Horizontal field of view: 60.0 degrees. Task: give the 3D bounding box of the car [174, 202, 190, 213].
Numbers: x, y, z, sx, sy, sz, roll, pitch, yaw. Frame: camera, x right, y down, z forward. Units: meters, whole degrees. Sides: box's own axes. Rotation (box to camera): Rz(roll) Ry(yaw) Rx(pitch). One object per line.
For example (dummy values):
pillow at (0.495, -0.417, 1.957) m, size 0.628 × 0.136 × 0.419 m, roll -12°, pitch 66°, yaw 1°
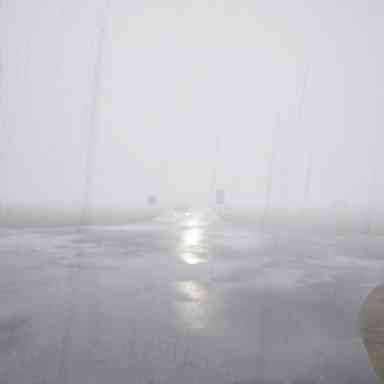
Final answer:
car at (-1.435, 2.179, 46.982) m, size 1.837 × 1.490 × 4.892 m, roll 0°, pitch 0°, yaw 2°
